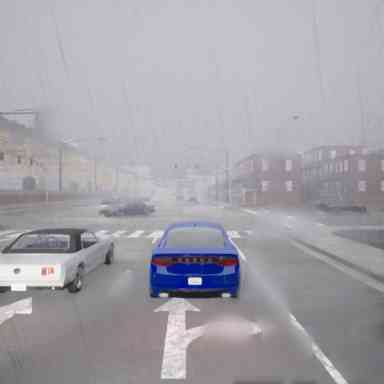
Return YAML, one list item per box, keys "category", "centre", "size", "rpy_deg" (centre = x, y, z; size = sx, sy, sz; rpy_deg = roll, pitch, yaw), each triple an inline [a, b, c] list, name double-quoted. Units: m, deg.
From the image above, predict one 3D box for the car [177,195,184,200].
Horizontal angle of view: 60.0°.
- category: "car"
  centre: [-3.335, 1.495, 93.308]
  size: [1.837, 1.490, 4.892]
  rpy_deg: [0, 0, 0]

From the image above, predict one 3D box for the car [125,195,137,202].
- category: "car"
  centre: [-13.865, 1.520, 75.843]
  size: [1.812, 1.442, 4.674]
  rpy_deg: [0, 0, 0]

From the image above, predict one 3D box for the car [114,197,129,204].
- category: "car"
  centre: [-13.909, 1.597, 65.534]
  size: [1.895, 1.301, 4.718]
  rpy_deg: [0, 0, 1]

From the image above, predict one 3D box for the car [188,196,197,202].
- category: "car"
  centre: [0.136, 1.536, 75.699]
  size: [2.033, 1.411, 5.357]
  rpy_deg: [0, 0, 0]

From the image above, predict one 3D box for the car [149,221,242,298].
- category: "car"
  centre: [0.081, 1.477, 8.547]
  size: [1.882, 1.535, 5.008]
  rpy_deg: [0, 0, 1]

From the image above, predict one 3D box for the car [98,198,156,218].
- category: "car"
  centre: [-5.691, 1.546, 29.753]
  size: [2.033, 1.411, 5.357]
  rpy_deg: [0, 0, 41]

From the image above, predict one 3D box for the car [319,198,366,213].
- category: "car"
  centre: [16.524, 1.562, 36.010]
  size: [4.181, 1.385, 1.994]
  rpy_deg: [0, 0, 0]

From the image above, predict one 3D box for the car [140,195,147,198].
- category: "car"
  centre: [-10.431, 1.501, 64.148]
  size: [1.837, 1.490, 4.892]
  rpy_deg: [0, 0, 1]

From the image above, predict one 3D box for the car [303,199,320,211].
- category: "car"
  centre: [15.782, 1.489, 39.514]
  size: [4.902, 1.511, 2.128]
  rpy_deg: [0, 0, 0]

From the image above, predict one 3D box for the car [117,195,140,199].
- category: "car"
  centre: [-10.481, 1.349, 55.016]
  size: [2.097, 1.767, 4.553]
  rpy_deg: [0, 0, 0]

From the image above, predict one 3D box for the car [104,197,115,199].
- category: "car"
  centre: [-13.972, 1.561, 56.529]
  size: [1.994, 1.385, 4.181]
  rpy_deg: [0, 0, 0]

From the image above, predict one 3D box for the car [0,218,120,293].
- category: "car"
  centre: [-3.413, 1.600, 8.816]
  size: [1.895, 1.301, 4.718]
  rpy_deg: [0, 0, 0]

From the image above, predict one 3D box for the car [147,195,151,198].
- category: "car"
  centre: [-10.368, 1.474, 74.552]
  size: [1.882, 1.535, 5.008]
  rpy_deg: [0, 0, 0]
